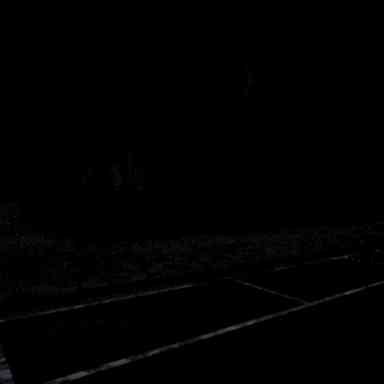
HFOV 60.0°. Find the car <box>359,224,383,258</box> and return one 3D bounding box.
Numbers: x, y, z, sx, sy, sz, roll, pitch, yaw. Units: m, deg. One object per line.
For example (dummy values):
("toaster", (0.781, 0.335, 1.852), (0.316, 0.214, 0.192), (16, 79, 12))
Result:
("car", (7.873, 1.681, 12.155), (4.507, 1.381, 1.887), (1, -1, -35))
